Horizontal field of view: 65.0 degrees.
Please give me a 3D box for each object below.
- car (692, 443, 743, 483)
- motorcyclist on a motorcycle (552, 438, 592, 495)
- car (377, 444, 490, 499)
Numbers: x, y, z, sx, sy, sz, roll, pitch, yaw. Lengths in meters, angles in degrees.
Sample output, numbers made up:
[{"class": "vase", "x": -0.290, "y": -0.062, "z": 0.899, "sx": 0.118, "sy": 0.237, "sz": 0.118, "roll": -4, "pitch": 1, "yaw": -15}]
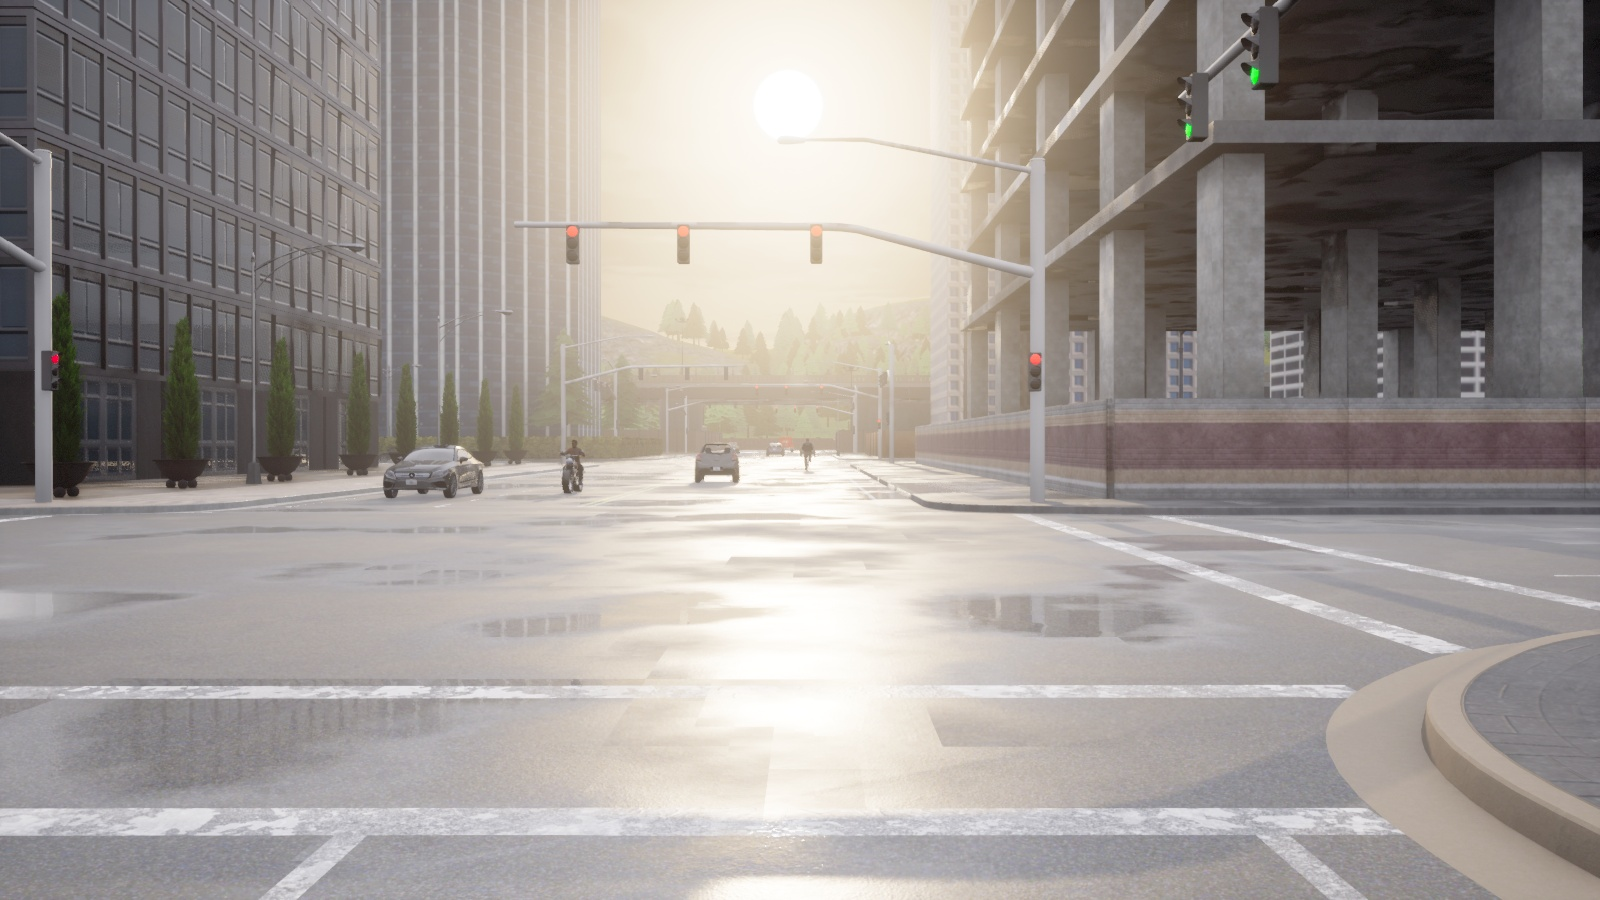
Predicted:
[{"class": "car", "x": -3.164, "y": 0.483, "z": 48.651, "sx": 1.845, "sy": 1.501, "sz": 3.633, "roll": 0, "pitch": 0, "yaw": -2}, {"class": "motorcyclist on a motorcycle", "x": -6.765, "y": 0.479, "z": 37.400, "sx": 0.766, "sy": 1.649, "sz": 2.350, "roll": 0, "pitch": 0, "yaw": 0}, {"class": "car", "x": -10.276, "y": 0.563, "z": 35.566, "sx": 1.812, "sy": 1.442, "sz": 4.674, "roll": 0, "pitch": 0, "yaw": 0}]
